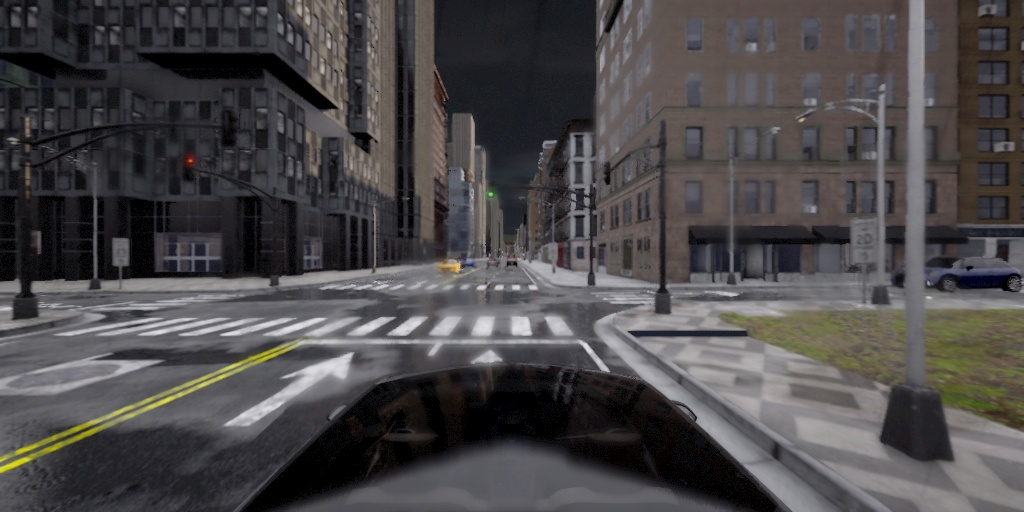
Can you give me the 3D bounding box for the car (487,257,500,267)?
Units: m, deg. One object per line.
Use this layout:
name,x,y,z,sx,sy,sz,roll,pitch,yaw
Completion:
car,-3.264,1.089,60.700,2.128,1.511,4.902,0,0,0

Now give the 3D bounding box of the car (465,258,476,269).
car,-6.563,1.086,54.585,1.882,1.535,5.008,0,0,0

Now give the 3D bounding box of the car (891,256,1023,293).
car,21.658,0.832,17.613,4.553,1.767,2.097,0,0,0

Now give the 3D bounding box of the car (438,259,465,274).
car,-6.591,1.116,38.227,1.882,1.535,5.008,0,0,0

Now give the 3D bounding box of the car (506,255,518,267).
car,-0.013,1.075,60.700,1.882,1.535,5.008,0,0,0
